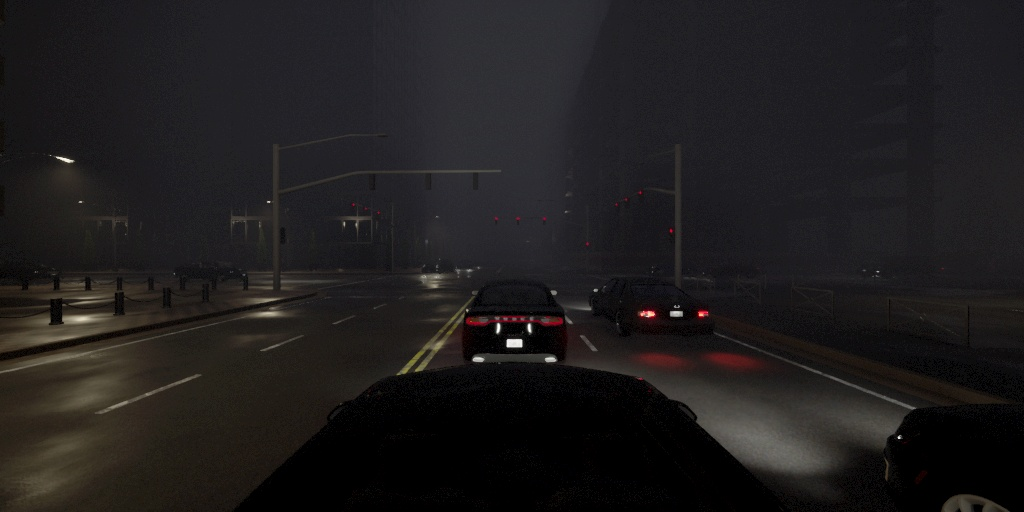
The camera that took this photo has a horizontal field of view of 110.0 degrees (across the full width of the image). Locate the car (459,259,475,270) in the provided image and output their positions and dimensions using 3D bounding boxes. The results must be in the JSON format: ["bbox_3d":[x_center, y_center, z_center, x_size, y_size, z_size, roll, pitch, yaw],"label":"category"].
[{"bbox_3d":[-7.086,1.276,54.384,1.812,1.442,4.674,0,1,0],"label":"car"}]

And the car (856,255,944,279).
[{"bbox_3d":[33.796,0.915,31.584,5.566,2.045,2.150,0,0,0],"label":"car"}]

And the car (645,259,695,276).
[{"bbox_3d":[15.472,1.048,35.044,4.553,1.767,2.097,0,0,0],"label":"car"}]

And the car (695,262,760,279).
[{"bbox_3d":[19.155,1.220,31.518,4.674,1.442,1.812,0,0,0],"label":"car"}]

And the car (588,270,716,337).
[{"bbox_3d":[3.571,1.297,10.262,2.033,1.411,5.357,0,0,0],"label":"car"}]

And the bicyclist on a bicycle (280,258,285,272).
[{"bbox_3d":[-25.407,0.995,39.350,0.582,1.620,1.656,0,0,0],"label":"bicyclist on a bicycle"}]

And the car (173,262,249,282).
[{"bbox_3d":[-22.923,1.186,27.390,4.902,1.511,2.128,0,0,0],"label":"car"}]

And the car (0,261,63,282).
[{"bbox_3d":[-37.533,1.185,27.480,4.902,1.511,2.128,0,0,1],"label":"car"}]

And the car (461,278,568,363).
[{"bbox_3d":[0.055,1.228,8.139,1.882,1.535,5.008,0,0,0],"label":"car"}]

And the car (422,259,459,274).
[{"bbox_3d":[-8.171,1.093,40.126,2.097,1.767,4.553,0,0,16],"label":"car"}]

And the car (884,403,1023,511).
[{"bbox_3d":[3.600,1.255,0.526,1.837,1.490,4.892,0,0,0],"label":"car"}]
